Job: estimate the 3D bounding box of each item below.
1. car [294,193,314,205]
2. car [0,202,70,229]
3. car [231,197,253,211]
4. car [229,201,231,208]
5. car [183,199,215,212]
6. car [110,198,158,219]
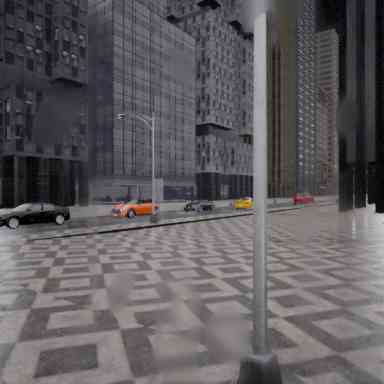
[{"bbox_3d":[19.240,1.135,57.140,2.150,2.045,5.566,0,-1,36],"label":"car"},{"bbox_3d":[-10.520,1.458,21.882,1.882,1.535,5.008,0,0,36],"label":"car"},{"bbox_3d":[7.098,1.424,40.548,1.882,1.535,5.008,0,0,36],"label":"car"},{"bbox_3d":[6.888,1.419,45.596,1.882,1.535,5.008,0,0,38],"label":"car"},{"bbox_3d":[0.869,1.519,37.446,1.994,1.385,4.181,0,0,36],"label":"car"},{"bbox_3d":[-5.030,1.320,29.385,2.097,1.767,4.553,0,0,36],"label":"car"}]
